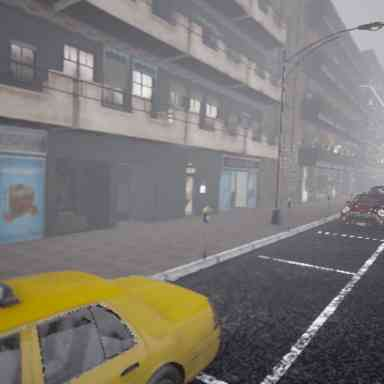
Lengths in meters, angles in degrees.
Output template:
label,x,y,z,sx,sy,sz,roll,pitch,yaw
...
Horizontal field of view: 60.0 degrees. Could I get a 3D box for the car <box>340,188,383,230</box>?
label,x,y,z,sx,sy,sz,roll,pitch,yaw
car,8.522,0.814,15.973,1.967,1.590,4.097,5,4,36

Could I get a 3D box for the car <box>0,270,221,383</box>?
label,x,y,z,sx,sy,sz,roll,pitch,yaw
car,-1.590,1.323,2.217,1.752,1.417,4.829,5,4,36

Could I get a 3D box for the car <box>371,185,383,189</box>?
label,x,y,z,sx,sy,sz,roll,pitch,yaw
car,11.863,0.549,20.506,2.192,1.841,5.009,5,4,36
